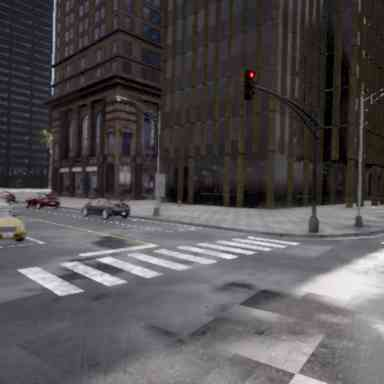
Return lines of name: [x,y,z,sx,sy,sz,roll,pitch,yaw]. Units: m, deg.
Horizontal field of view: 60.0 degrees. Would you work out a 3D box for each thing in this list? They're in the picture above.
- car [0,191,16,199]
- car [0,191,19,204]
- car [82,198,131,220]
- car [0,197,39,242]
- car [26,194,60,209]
car: [-13.752,0.847,22.416,4.674,1.442,1.812,2,1,44]
car: [-21.406,0.570,37.898,4.206,1.307,1.802,2,0,44]
car: [-5.929,1.081,22.845,4.403,1.369,2.008,2,0,44]
car: [-7.899,1.076,12.870,4.829,1.417,1.752,2,0,44]
car: [-13.667,0.801,30.371,4.507,1.381,1.887,2,0,44]
